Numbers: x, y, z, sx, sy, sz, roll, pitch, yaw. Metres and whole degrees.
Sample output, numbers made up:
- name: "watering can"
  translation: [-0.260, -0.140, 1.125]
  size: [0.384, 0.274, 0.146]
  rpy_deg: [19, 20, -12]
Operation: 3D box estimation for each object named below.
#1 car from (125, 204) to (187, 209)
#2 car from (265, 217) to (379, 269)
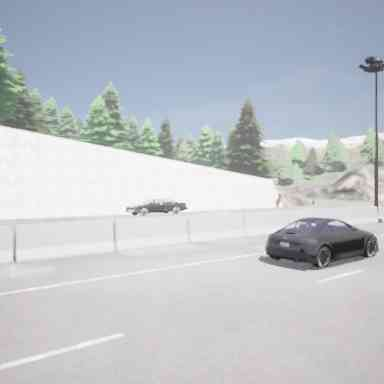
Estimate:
- name: "car"
  translation: [-2.877, 1.173, 27.607]
  size: [5.357, 1.411, 2.033]
  rpy_deg: [0, 0, -35]
- name: "car"
  translation: [4.427, 1.548, 11.200]
  size: [4.181, 1.385, 1.994]
  rpy_deg: [0, 0, -35]
